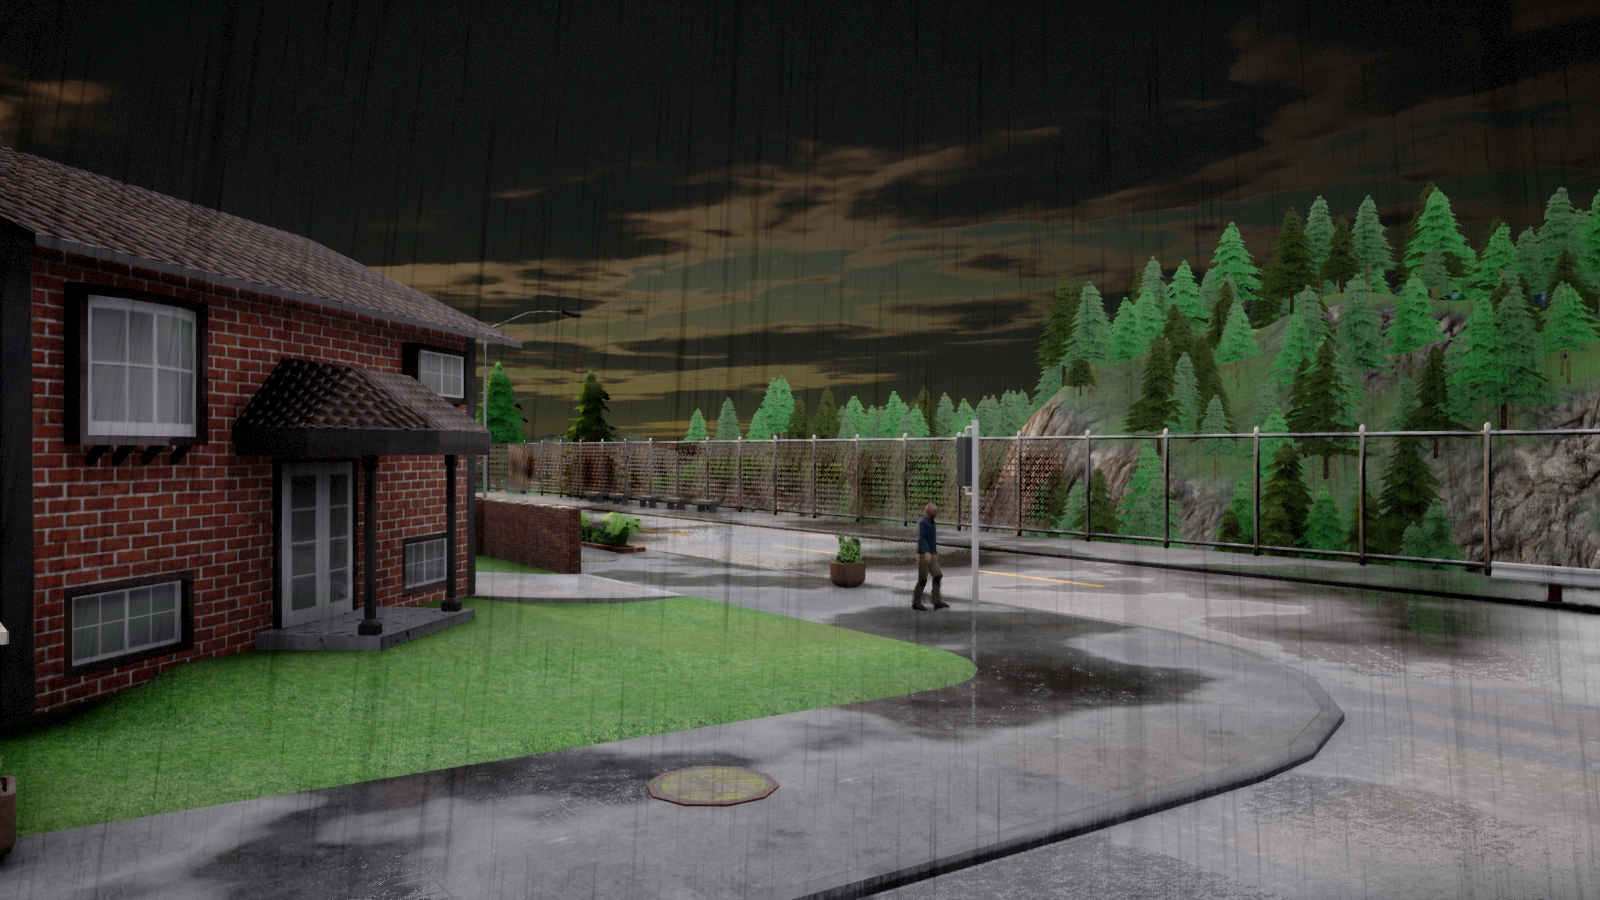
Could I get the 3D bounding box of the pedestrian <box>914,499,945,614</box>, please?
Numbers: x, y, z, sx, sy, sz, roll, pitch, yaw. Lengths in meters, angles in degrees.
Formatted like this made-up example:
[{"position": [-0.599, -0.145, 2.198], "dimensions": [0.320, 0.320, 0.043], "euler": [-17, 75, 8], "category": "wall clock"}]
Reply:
[{"position": [2.153, 1.745, 18.929], "dimensions": [0.375, 1.860, 0.375], "euler": [0, 0, 36], "category": "pedestrian"}]
